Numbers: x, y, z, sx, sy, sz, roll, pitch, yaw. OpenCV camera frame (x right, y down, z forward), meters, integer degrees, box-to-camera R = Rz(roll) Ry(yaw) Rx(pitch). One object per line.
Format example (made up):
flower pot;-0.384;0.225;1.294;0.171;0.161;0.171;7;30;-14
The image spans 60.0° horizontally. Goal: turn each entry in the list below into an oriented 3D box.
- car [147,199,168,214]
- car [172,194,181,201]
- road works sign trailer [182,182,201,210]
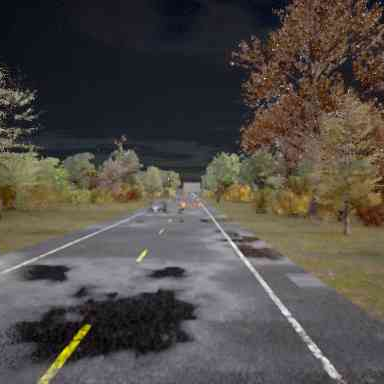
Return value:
car;-3.592;1.478;35.366;2.128;1.511;4.902;0;0;0
car;-3.503;1.294;76.018;1.882;1.535;5.008;0;0;0
road works sign trailer;-0.002;0.449;43.094;2.380;3.560;2.880;0;0;0
